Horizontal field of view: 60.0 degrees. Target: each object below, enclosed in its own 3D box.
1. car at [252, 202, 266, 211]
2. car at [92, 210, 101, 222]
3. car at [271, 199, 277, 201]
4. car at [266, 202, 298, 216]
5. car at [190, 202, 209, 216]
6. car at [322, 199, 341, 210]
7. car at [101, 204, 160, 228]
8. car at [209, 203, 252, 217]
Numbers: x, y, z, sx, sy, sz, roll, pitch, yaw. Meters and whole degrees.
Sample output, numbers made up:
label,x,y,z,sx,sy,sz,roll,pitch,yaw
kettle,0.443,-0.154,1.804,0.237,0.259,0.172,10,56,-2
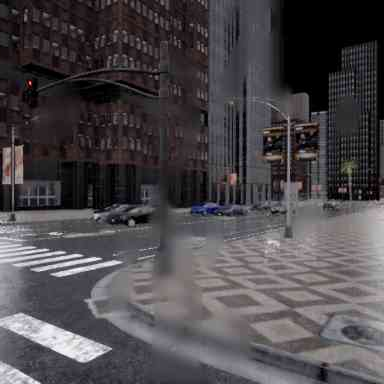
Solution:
label,x,y,z,sx,sy,sz,roll,pitch,yaw
car,10.763,2.335,52.131,1.994,1.385,4.181,0,-1,35
car,-6.159,1.796,28.128,2.128,1.511,4.902,0,-1,35
car,13.427,2.281,50.267,1.837,1.490,4.892,0,-1,35
car,11.632,2.172,41.864,2.033,1.411,5.357,0,-1,35
car,1.677,1.980,39.310,1.882,1.535,5.008,0,-1,35
car,25.972,2.507,62.347,1.837,1.490,4.892,0,-1,35
car,-4.112,1.770,25.384,1.882,1.535,5.008,0,-1,35
car,4.448,2.056,37.603,2.033,1.411,5.357,0,-1,35
